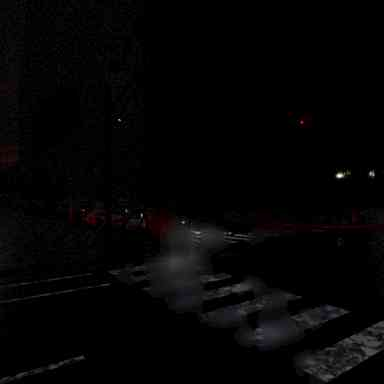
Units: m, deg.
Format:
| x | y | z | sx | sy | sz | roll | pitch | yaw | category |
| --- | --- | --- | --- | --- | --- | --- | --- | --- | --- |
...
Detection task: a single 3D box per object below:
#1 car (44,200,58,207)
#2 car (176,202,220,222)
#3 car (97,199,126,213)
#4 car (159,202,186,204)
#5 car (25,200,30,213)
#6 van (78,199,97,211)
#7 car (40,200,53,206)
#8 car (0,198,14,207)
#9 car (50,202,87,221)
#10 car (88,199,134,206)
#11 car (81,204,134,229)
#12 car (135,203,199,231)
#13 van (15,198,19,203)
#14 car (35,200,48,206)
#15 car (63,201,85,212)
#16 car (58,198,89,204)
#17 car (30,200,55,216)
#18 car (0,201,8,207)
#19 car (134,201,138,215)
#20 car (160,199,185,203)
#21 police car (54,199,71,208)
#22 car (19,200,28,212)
| x | y | z | sx | sy | sz | roll | pitch | yaw | category |
| --- | --- | --- | --- | --- | --- | --- | --- | --- | --- |
| -31.735 | 2.596 | 74.929 | 1.947 | 1.339 | 4.313 | -1 | 0 | -35 | car |
| 0.581 | 1.830 | 29.450 | 1.887 | 1.381 | 4.507 | -1 | 0 | -35 | car |
| -11.191 | 1.876 | 46.051 | 2.192 | 1.841 | 5.009 | -1 | 0 | -35 | car |
| -2.560 | 1.883 | 29.287 | 1.994 | 1.385 | 4.181 | 0 | -1 | -35 | car |
| -20.526 | 2.197 | 44.434 | 1.887 | 1.381 | 4.507 | -1 | 0 | -35 | car |
| -17.074 | 2.039 | 54.352 | 1.690 | 1.788 | 3.998 | -1 | 0 | -35 | van |
| -34.749 | 2.662 | 79.170 | 1.947 | 1.339 | 4.313 | -1 | 0 | -35 | car |
| -41.294 | 2.667 | 73.662 | 1.887 | 1.381 | 4.507 | -1 | 0 | -35 | car |
| -12.036 | 2.005 | 32.485 | 2.008 | 1.369 | 4.403 | -1 | 0 | -35 | car |
| -7.605 | 1.742 | 30.866 | 2.097 | 1.767 | 4.553 | 0 | -1 | -35 | car |
| -6.279 | 1.844 | 24.381 | 1.752 | 1.417 | 4.829 | -1 | 0 | -35 | car |
| -1.850 | 1.760 | 22.803 | 1.837 | 1.490 | 4.892 | 0 | -1 | -35 | car |
| -26.190 | 2.123 | 52.399 | 1.690 | 1.788 | 3.998 | -1 | 0 | -35 | van |
| -37.762 | 2.711 | 83.411 | 2.008 | 1.369 | 4.403 | -1 | 0 | -35 | car |
| -18.240 | 2.192 | 51.355 | 1.837 | 1.490 | 4.892 | 0 | 0 | -35 | car |
| -13.760 | 1.756 | 39.544 | 2.150 | 2.045 | 5.566 | 0 | -1 | -35 | car |
| -17.702 | 1.901 | 40.451 | 2.192 | 1.841 | 5.009 | -1 | 0 | -35 | car |
| -44.407 | 2.772 | 78.045 | 1.802 | 1.307 | 4.206 | -1 | 0 | -35 | car |
| -5.302 | 2.005 | 37.751 | 1.802 | 1.307 | 4.206 | -1 | 0 | -35 | car |
| -2.366 | 1.669 | 33.601 | 2.192 | 1.841 | 5.009 | -1 | 0 | -35 | car |
| -25.460 | 2.308 | 65.428 | 1.930 | 1.638 | 5.238 | 0 | -1 | -35 | police car |
| -23.358 | 2.157 | 48.416 | 1.967 | 1.590 | 4.097 | -1 | 0 | -35 | car |
